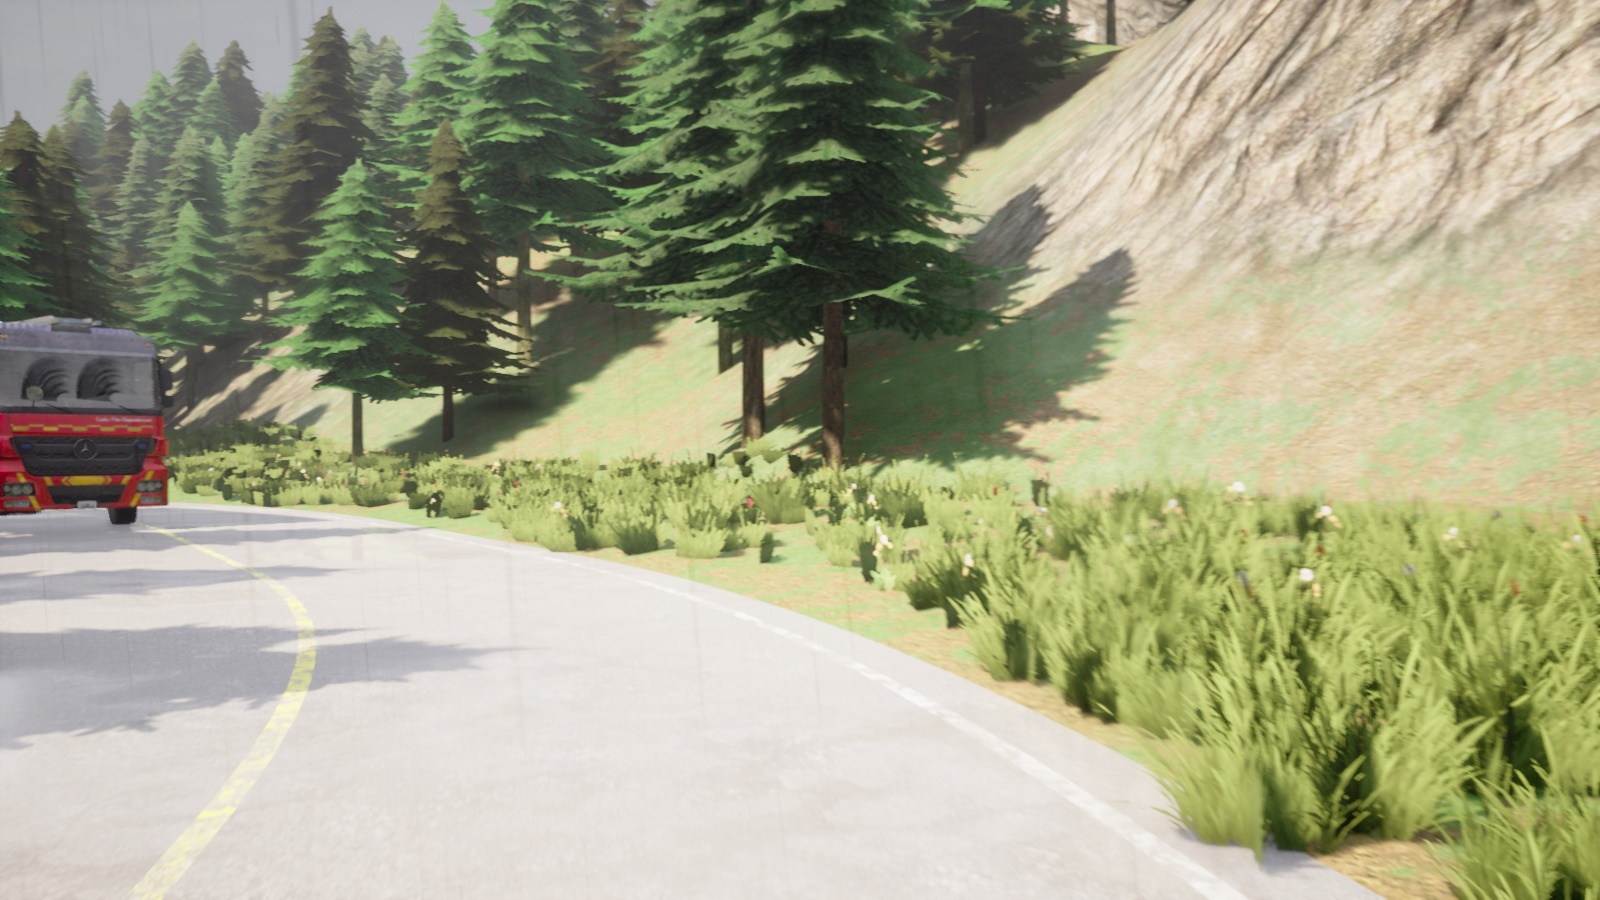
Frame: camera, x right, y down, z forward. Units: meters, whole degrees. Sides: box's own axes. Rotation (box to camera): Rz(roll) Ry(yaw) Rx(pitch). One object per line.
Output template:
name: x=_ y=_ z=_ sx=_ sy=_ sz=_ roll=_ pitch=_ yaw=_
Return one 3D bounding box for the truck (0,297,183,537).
truck: x=-15.019 y=-0.547 z=23.861 sx=8.468 sy=3.827 sz=2.891 roll=0 pitch=0 yaw=41
